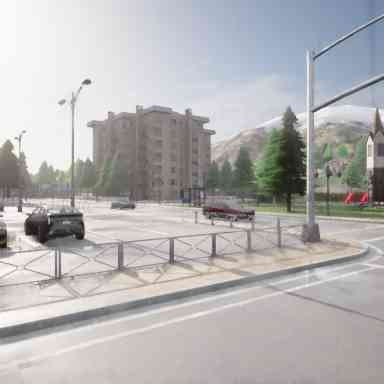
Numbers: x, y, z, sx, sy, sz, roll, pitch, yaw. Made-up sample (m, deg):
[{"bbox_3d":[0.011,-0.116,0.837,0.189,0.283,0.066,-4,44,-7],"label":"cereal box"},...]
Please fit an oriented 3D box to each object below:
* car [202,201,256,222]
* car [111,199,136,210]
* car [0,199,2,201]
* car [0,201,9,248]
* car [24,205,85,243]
[{"bbox_3d":[2.878,1.478,26.531,1.882,1.535,5.008,0,0,-36],"label":"car"},{"bbox_3d":[-8.766,1.565,42.408,1.994,1.385,4.181,0,0,-36],"label":"car"},{"bbox_3d":[-21.613,1.374,36.410,1.845,1.501,3.633,0,0,-36],"label":"car"},{"bbox_3d":[-8.883,1.331,13.426,2.152,1.636,5.027,0,0,-36],"label":"car"},{"bbox_3d":[-6.370,1.340,15.305,2.007,1.523,4.514,0,0,-36],"label":"car"}]
